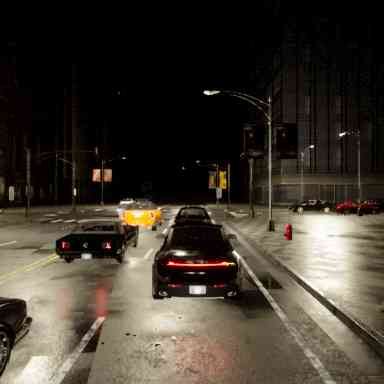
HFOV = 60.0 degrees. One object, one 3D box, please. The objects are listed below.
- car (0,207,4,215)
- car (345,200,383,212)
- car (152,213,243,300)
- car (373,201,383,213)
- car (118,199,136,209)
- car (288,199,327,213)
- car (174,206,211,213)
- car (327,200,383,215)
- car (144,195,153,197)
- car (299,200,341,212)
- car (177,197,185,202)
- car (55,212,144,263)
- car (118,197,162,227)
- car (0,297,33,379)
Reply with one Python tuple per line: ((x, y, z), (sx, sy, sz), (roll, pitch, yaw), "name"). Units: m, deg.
((-21.365, 1.698, 33.363), (4.674, 1.442, 1.812), (0, -1, 0), "car")
((20.917, 1.644, 39.851), (4.313, 1.339, 1.947), (0, 0, -1), "car")
((0.117, 1.512, 8.391), (1.837, 1.490, 4.892), (0, 0, 0), "car")
((23.114, 1.640, 37.128), (4.718, 1.301, 1.895), (0, -1, -1), "car")
((-9.728, 1.746, 50.411), (1.812, 1.442, 4.674), (0, 0, 0), "car")
((13.214, 1.577, 36.995), (4.892, 1.490, 1.837), (0, -1, -1), "car")
((0.041, 1.510, 17.882), (1.882, 1.535, 5.008), (0, 0, 0), "car")
((15.387, 1.578, 31.252), (4.206, 1.307, 1.802), (0, 0, -1), "car")
((-9.586, 1.604, 71.773), (2.150, 2.045, 5.566), (0, 0, 0), "car")
((15.277, 1.663, 39.776), (4.313, 1.339, 1.947), (0, 0, -1), "car")
((-3.040, 2.073, 92.084), (1.812, 1.442, 4.674), (0, 0, 0), "car")
((-3.120, 1.616, 12.048), (1.895, 1.301, 4.718), (0, 0, 0), "car")
((-3.100, 1.397, 21.168), (2.097, 1.767, 4.553), (0, 0, 0), "car")
((-3.152, 1.548, 2.215), (2.033, 1.411, 5.357), (0, 0, 0), "car")
